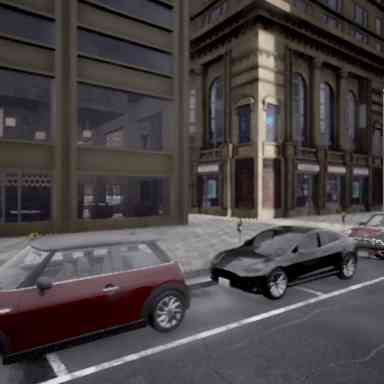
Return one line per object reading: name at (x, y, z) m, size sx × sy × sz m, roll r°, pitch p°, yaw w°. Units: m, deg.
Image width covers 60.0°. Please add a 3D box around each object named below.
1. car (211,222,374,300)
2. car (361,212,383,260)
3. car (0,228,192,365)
car at (2.470, 1.561, 8.405) m, size 4.313 × 1.339 × 1.947 m, roll 0°, pitch 0°, yaw -35°
car at (7.032, 1.430, 11.656) m, size 4.097 × 1.590 × 1.967 m, roll 0°, pitch 0°, yaw -35°
car at (-2.091, 1.439, 5.153) m, size 4.097 × 1.590 × 1.967 m, roll 0°, pitch 0°, yaw -35°
